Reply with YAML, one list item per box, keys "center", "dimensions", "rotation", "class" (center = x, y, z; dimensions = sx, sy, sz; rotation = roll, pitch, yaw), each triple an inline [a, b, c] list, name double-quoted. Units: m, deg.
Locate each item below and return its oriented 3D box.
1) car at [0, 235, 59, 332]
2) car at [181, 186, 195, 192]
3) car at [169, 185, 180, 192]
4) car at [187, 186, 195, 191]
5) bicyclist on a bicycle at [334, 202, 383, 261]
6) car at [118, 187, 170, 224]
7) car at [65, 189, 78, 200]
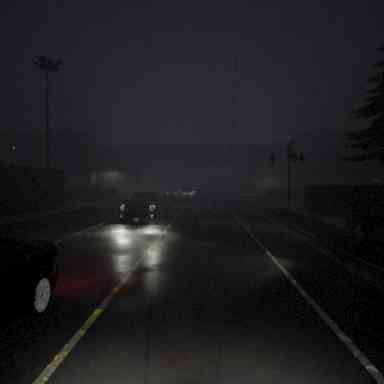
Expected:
- center: [-3.481, 1.334, 4.144]
  dimensions: [1.882, 1.535, 5.008]
  rotation: [0, 2, 3]
  class: "car"
- center: [-0.908, -0.588, 75.004]
  dimensions: [1.895, 1.301, 4.718]
  rotation: [0, 2, 3]
  class: "car"
- center: [-4.402, -0.729, 75.185]
  dimensions: [1.882, 1.535, 5.008]
  rotation: [0, 2, 3]
  class: "car"
- center: [-0.213, -1.055, 90.708]
  dimensions: [1.895, 1.301, 4.718]
  rotation: [0, 2, 3]
  class: "car"
- center: [4.777, 1.084, 9.308]
  dimensions: [1.656, 1.620, 0.582]
  rotation: [-6, 1, 3]
  class: "bicyclist on a bicycle"
- center: [-2.757, 0.768, 19.334]
  dimensions: [2.097, 1.767, 4.553]
  rotation: [0, 2, 3]
  class: "car"
- center: [-16.718, 0.254, 42.279]
  dimensions: [4.181, 1.385, 1.994]
  rotation: [0, 2, 4]
  class: "car"
